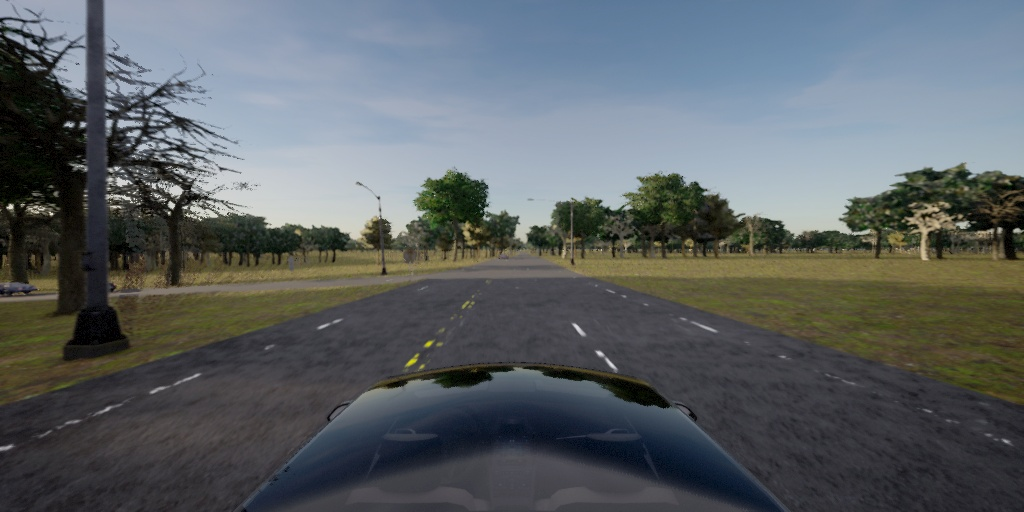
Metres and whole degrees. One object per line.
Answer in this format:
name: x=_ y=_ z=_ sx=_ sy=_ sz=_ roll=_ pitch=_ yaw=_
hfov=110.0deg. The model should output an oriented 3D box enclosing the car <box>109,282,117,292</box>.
car: x=-49.179 y=3.618 z=42.024 sx=4.674 sy=1.442 sz=1.812 roll=-3 pitch=1 yaw=1
